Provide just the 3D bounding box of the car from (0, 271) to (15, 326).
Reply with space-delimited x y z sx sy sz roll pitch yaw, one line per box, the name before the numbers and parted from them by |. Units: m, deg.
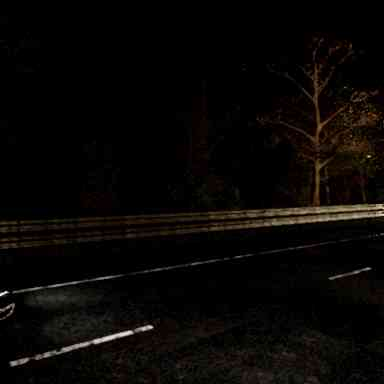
car | -5.115 1.507 4.408 4.892 1.490 1.837 0 0 -35
